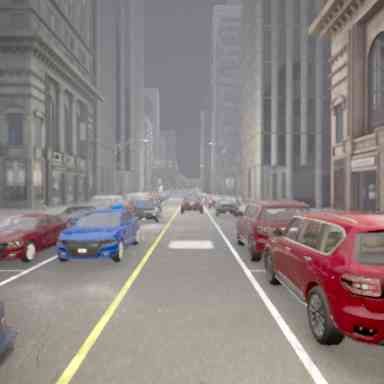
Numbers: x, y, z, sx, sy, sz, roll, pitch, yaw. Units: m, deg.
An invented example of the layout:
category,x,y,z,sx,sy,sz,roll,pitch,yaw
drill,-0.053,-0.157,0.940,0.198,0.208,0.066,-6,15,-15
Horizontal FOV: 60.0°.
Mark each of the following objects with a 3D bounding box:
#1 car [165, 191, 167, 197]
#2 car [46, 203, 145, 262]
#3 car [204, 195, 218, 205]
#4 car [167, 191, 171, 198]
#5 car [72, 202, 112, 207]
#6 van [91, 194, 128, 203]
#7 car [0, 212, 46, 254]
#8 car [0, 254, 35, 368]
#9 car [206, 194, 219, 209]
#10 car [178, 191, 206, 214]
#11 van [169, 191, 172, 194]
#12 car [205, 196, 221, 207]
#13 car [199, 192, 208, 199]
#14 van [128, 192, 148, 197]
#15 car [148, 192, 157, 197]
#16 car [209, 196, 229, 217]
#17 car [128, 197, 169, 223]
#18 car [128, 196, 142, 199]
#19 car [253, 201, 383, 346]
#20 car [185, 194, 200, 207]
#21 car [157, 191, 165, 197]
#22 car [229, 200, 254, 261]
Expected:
category,x,y,z,sx,sy,sz,roll,pitch,yaw
car,-5.755,0.949,55.171,1.967,1.590,4.097,0,0,0
car,-3.095,1.367,11.901,1.882,1.535,5.008,0,1,0
car,2.770,1.102,49.734,1.887,1.381,4.507,0,0,0
car,-5.755,1.014,66.052,1.802,1.307,4.206,0,0,0
car,-5.760,1.408,17.084,1.947,1.339,4.313,0,1,0
van,-5.759,1.135,22.524,1.690,1.788,3.998,0,1,0
car,-5.760,1.435,11.643,1.887,1.381,4.507,0,1,0
car,-3.072,1.533,1.485,2.033,1.411,5.357,0,1,4
car,2.769,1.093,38.852,1.967,1.590,4.097,0,1,0
car,0.005,1.066,31.771,2.097,1.767,4.553,0,0,0
van,-5.754,0.736,71.492,1.690,1.788,3.998,0,0,0
car,2.769,1.187,44.294,1.802,1.307,4.206,0,1,0
car,2.773,0.765,82.375,1.967,1.590,4.097,0,0,0
van,-5.757,1.039,33.406,1.690,1.788,3.998,0,1,0
car,-5.757,0.965,38.847,2.192,1.841,5.009,0,1,0
car,2.767,1.300,27.972,2.008,1.369,4.403,0,1,0
car,-3.083,1.330,23.967,2.033,1.411,5.357,0,0,0
car,-5.758,1.291,27.966,1.887,1.381,4.507,0,1,0
car,2.765,1.258,6.208,2.192,1.841,5.009,0,1,0
car,0.032,1.079,44.504,1.882,1.535,5.008,0,1,0
car,-5.755,0.869,49.728,2.192,1.841,5.009,0,1,0
car,2.765,1.209,11.649,2.192,1.841,5.009,0,1,0
